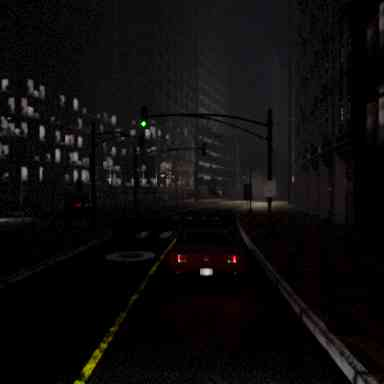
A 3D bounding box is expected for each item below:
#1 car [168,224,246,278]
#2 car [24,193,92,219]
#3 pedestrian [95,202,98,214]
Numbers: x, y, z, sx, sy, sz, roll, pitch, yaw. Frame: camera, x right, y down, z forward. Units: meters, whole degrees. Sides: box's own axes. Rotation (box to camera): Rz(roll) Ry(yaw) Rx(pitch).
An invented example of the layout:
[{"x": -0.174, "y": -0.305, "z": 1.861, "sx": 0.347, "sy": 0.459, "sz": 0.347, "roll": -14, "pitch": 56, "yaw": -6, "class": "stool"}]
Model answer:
[{"x": 0.450, "y": 1.613, "z": 10.138, "sx": 1.895, "sy": 1.301, "sz": 4.718, "roll": 0, "pitch": 0, "yaw": 3, "class": "car"}, {"x": -10.927, "y": 1.069, "z": 27.134, "sx": 5.566, "sy": 2.045, "sz": 2.150, "roll": 1, "pitch": 1, "yaw": 17, "class": "car"}, {"x": -8.378, "y": 1.375, "z": 29.091, "sx": 0.500, "sy": 1.100, "sz": 0.500, "roll": 0, "pitch": 0, "yaw": 19, "class": "pedestrian"}]
